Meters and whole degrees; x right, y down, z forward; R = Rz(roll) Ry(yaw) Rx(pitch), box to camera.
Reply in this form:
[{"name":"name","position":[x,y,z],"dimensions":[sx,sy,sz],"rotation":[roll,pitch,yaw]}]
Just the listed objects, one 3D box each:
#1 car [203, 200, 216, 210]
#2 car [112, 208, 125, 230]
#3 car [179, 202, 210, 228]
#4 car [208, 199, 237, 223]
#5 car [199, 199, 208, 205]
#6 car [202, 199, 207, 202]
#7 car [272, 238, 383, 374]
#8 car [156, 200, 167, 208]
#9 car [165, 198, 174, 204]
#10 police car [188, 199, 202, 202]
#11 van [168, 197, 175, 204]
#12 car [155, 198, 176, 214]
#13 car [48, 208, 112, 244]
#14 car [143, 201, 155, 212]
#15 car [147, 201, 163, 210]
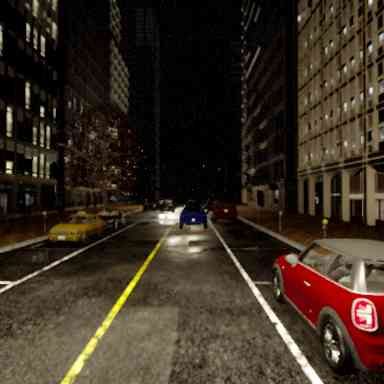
[{"name":"car","position":[2.678,2.033,51.414],"dimensions":[1.752,1.417,4.829],"rotation":[0,-1,0]},{"name":"car","position":[-5.695,1.782,22.794],"dimensions":[2.008,1.369,4.403],"rotation":[0,-1,0]},{"name":"car","position":[0.091,1.724,24.304],"dimensions":[1.882,1.535,5.008],"rotation":[0,-1,0]},{"name":"car","position":[2.686,1.603,28.479],"dimensions":[2.192,1.841,5.009],"rotation":[0,-1,0]},{"name":"car","position":[2.670,2.332,79.704],"dimensions":[1.947,1.339,4.313],"rotation":[0,-1,0]},{"name":"car","position":[2.682,1.713,39.863],"dimensions":[2.192,1.841,5.009],"rotation":[0,-1,0]},{"name":"car","position":[2.691,1.501,5.710],"dimensions":[1.967,1.590,4.097],"rotation":[0,-1,0]},{"name":"car","position":[-5.706,2.193,62.636],"dimensions":[1.802,1.307,4.206],"rotation":[0,-1,0]},{"name":"car","position":[-5.713,2.362,85.406],"dimensions":[1.887,1.381,4.507],"rotation":[0,-1,0]},{"name":"police car","position":[0.086,1.842,41.812],"dimensions":[1.930,1.638,5.238],"rotation":[0,-1,0]},{"name":"van","position":[-5.713,2.209,91.100],"dimensions":[1.690,1.788,3.998],"rotation":[0,-1,0]},{"name":"car","position":[-3.104,1.911,42.149],"dimensions":[2.128,1.511,4.902],"rotation":[0,-1,0]},{"name":"car","position":[-5.693,1.698,16.931],"dimensions":[1.752,1.417,4.829],"rotation":[0,-1,0]},{"name":"car","position":[-5.701,2.003,45.562],"dimensions":[2.008,1.369,4.403],"rotation":[0,-1,0]},{"name":"car","position":[-5.703,2.071,51.254],"dimensions":[1.947,1.339,4.313],"rotation":[0,-1,0]}]
